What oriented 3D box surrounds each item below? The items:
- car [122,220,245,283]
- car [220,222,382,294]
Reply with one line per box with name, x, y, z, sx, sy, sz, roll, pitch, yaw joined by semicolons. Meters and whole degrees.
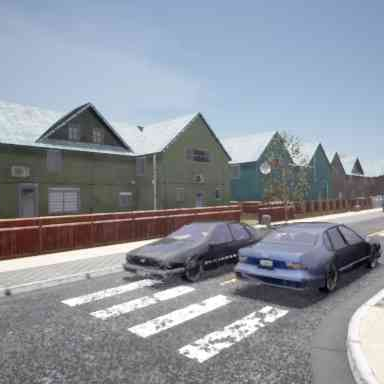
car;0.557;1.604;10.166;2.033;1.411;5.357;-2;-1;44
car;3.287;1.511;8.737;2.033;1.411;5.357;-2;-1;44
